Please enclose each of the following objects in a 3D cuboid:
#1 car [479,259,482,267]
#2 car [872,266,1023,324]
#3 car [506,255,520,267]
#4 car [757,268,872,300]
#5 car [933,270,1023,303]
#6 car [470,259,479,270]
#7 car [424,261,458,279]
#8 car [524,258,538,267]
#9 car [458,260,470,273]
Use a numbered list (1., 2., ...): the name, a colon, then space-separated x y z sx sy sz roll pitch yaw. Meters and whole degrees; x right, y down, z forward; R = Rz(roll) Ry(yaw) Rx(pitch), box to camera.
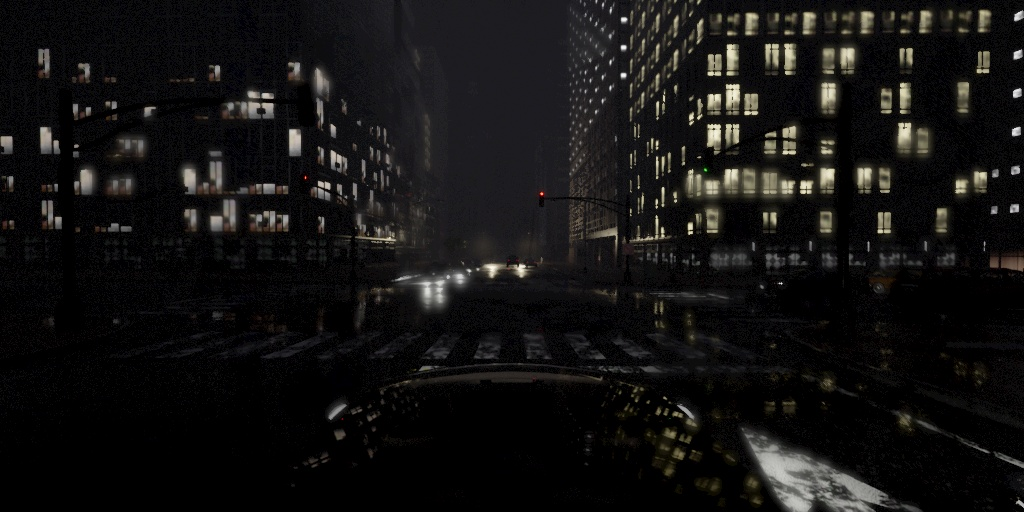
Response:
1. car: -6.402 1.181 62.692 1.882 1.535 5.008 0 0 1
2. car: 16.216 1.281 12.444 5.009 1.841 2.192 0 0 1
3. car: 0.150 0.925 62.880 2.150 2.045 5.566 0 0 0
4. car: 15.281 1.357 18.275 4.902 1.511 2.128 1 1 2
5. car: 25.105 1.500 18.050 5.357 1.411 2.033 0 1 1
6. car: -6.468 1.263 52.163 2.033 1.411 5.357 0 0 1
7. car: -6.529 1.225 32.352 2.128 1.511 4.902 0 0 0
8. car: 3.402 1.229 63.259 1.812 1.442 4.674 0 0 0
9. car: -6.504 1.326 42.163 1.895 1.301 4.718 0 0 0
